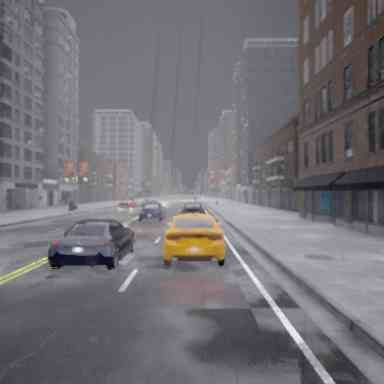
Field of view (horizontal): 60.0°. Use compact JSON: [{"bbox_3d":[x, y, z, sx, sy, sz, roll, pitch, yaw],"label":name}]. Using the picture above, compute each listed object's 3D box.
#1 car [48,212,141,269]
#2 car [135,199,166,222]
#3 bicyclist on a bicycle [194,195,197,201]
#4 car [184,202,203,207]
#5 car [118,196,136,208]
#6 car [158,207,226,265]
[{"bbox_3d":[-3.173,1.586,11.289,1.994,1.385,4.181,0,0,0],"label":"car"},{"bbox_3d":[-3.166,1.581,27.104,1.812,1.442,4.674,0,0,0],"label":"car"},{"bbox_3d":[0.919,1.633,88.060,0.866,1.612,1.509,0,0,0],"label":"bicyclist on a bicycle"},{"bbox_3d":[0.081,1.560,26.061,1.837,1.490,4.892,0,0,0],"label":"car"},{"bbox_3d":[-9.798,1.459,50.340,2.097,1.767,4.553,0,0,0],"label":"car"},{"bbox_3d":[0.079,1.501,11.818,1.882,1.535,5.008,0,-1,0],"label":"car"}]
